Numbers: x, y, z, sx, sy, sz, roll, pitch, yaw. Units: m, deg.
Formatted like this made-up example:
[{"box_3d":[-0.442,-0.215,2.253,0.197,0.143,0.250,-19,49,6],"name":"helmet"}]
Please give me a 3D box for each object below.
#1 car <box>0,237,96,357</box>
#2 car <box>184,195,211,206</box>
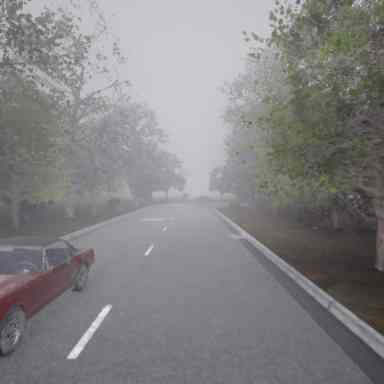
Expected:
[{"box_3d":[-3.348,1.588,6.122,1.895,1.301,4.718,0,0,0],"name":"car"},{"box_3d":[0.954,1.329,53.164,4.892,1.490,1.837,0,1,-44],"name":"car"}]
